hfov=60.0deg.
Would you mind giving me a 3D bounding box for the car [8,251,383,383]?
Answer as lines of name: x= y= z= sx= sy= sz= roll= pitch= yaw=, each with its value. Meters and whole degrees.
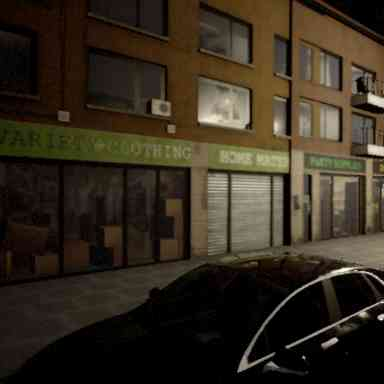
car: x=0.715 y=1.505 z=3.583 sx=4.892 sy=1.490 sz=1.837 roll=0 pitch=0 yaw=-36
